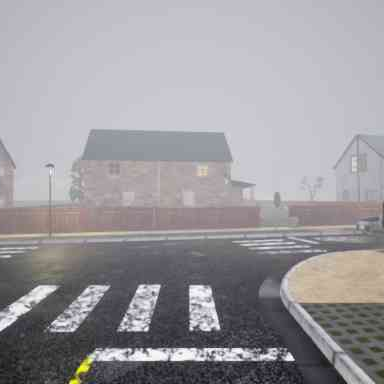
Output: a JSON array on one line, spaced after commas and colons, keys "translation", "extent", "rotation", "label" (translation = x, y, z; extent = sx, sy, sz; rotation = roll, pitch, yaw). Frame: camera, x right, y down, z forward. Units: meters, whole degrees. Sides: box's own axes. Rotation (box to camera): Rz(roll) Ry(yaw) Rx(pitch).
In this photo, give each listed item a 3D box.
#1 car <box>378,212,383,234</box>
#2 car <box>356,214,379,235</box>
[{"translation": [10.436, 1.403, 13.436], "extent": [4.718, 1.301, 1.895], "rotation": [-1, -2, -10], "label": "car"}, {"translation": [10.589, 1.398, 16.460], "extent": [4.902, 1.511, 2.128], "rotation": [-1, -2, -10], "label": "car"}]
